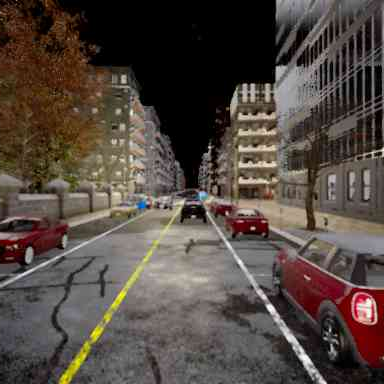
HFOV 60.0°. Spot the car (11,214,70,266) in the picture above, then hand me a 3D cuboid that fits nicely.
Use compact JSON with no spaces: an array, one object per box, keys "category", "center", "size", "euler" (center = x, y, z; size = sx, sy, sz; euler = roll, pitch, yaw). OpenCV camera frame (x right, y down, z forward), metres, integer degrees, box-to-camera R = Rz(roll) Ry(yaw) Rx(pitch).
[{"category":"car","center":[-5.682,1.489,11.390],"size":[1.887,1.381,4.507],"euler":[1,0,0]}]

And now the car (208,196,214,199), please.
[{"category":"car","center":[2.698,1.367,33.822],"size":[1.887,1.381,4.507],"euler":[1,0,0]}]

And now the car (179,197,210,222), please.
[{"category":"car","center":[0.099,1.379,24.835],"size":[1.837,1.490,4.892],"euler":[0,1,0]}]

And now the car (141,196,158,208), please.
[{"category":"car","center":[-5.682,1.284,44.902],"size":[1.752,1.417,4.829],"euler":[1,0,0]}]

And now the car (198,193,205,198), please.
[{"category":"car","center":[2.697,1.003,94.390],"size":[1.947,1.339,4.313],"euler":[1,0,0]}]

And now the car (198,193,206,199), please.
[{"category":"car","center":[2.697,1.021,88.720],"size":[1.887,1.381,4.507],"euler":[1,0,0]}]

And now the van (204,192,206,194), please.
[{"category":"van","center":[2.700,0.856,83.046],"size":[1.690,1.788,3.998],"euler":[1,0,0]}]

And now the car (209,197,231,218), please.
[{"category":"car","center":[2.698,1.398,28.206],"size":[1.887,1.381,4.507],"euler":[1,0,0]}]

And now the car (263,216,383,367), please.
[{"category":"car","center":[2.699,1.412,5.735],"size":[1.967,1.590,4.097],"euler":[1,0,0]}]

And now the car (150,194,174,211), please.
[{"category":"car","center":[-3.057,1.299,36.605],"size":[2.128,1.511,4.902],"euler":[0,0,1]}]

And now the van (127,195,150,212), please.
[{"category":"van","center":[-5.679,1.163,33.844],"size":[1.690,1.788,3.998],"euler":[1,0,0]}]

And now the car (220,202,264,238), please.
[{"category":"car","center":[2.698,1.460,16.970],"size":[1.887,1.381,4.507],"euler":[1,0,0]}]

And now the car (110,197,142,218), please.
[{"category":"car","center":[-5.682,1.380,28.061],"size":[1.752,1.417,4.829],"euler":[1,0,0]}]

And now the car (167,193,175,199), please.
[{"category":"car","center":[-5.683,1.058,88.776],"size":[1.802,1.307,4.206],"euler":[1,0,0]}]

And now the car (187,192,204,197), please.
[{"category":"car","center":[0.099,1.135,40.618],"size":[2.097,1.767,4.553],"euler":[0,0,0]}]

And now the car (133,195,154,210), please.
[{"category":"car","center":[-5.681,1.230,39.458],"size":[1.967,1.590,4.097],"euler":[1,0,0]}]

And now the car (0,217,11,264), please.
[{"category":"car","center":[-5.679,1.287,5.775],"size":[2.192,1.841,5.009],"euler":[1,0,0]}]

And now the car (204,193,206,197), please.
[{"category":"car","center":[2.698,1.282,45.226],"size":[1.752,1.417,4.829],"euler":[1,0,0]}]
